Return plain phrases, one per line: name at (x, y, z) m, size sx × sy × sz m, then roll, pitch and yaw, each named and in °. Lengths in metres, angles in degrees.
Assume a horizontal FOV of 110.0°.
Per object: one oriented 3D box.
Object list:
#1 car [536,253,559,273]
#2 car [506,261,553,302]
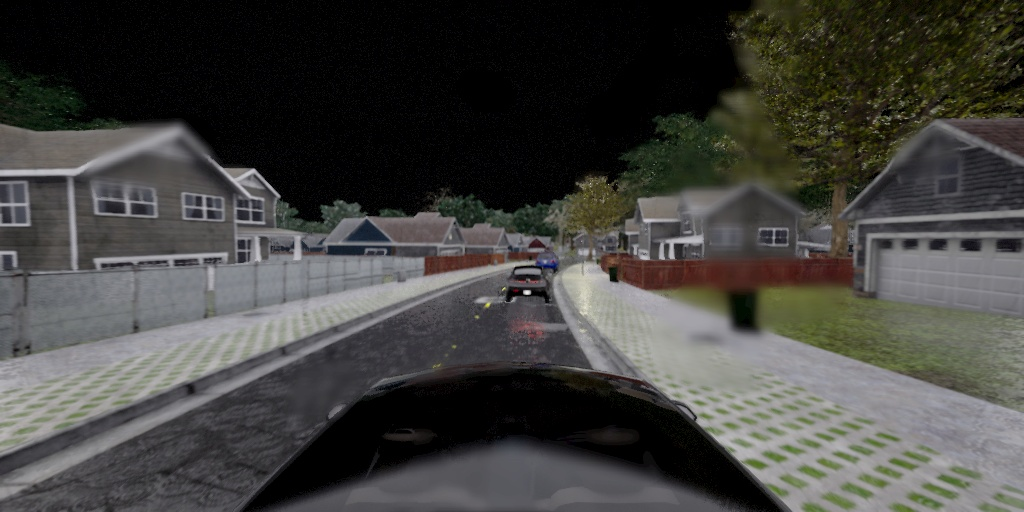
car at (3.853, 0.685, 38.975) m, size 2.150 × 2.045 × 5.566 m, roll 1°, pitch 1°, yaw 11°
car at (0.782, 1.168, 16.470) m, size 1.837 × 1.490 × 4.892 m, roll 0°, pitch 0°, yaw 5°
